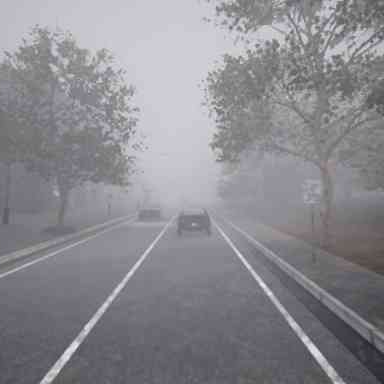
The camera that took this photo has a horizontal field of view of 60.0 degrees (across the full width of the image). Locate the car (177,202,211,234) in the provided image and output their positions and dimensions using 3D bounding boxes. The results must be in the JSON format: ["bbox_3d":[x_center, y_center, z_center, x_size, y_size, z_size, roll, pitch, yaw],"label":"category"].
[{"bbox_3d":[0.117,1.612,20.354,1.882,1.535,5.008,0,0,0],"label":"car"}]

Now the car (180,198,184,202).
[{"bbox_3d":[-1.248,1.999,70.901,2.033,1.411,5.357,-1,0,10],"label":"car"}]

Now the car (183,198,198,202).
[{"bbox_3d":[0.139,1.798,41.416,1.812,1.442,4.674,0,0,0],"label":"car"}]

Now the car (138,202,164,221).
[{"bbox_3d":[-3.573,1.674,29.795,1.882,1.535,5.008,0,0,0],"label":"car"}]
